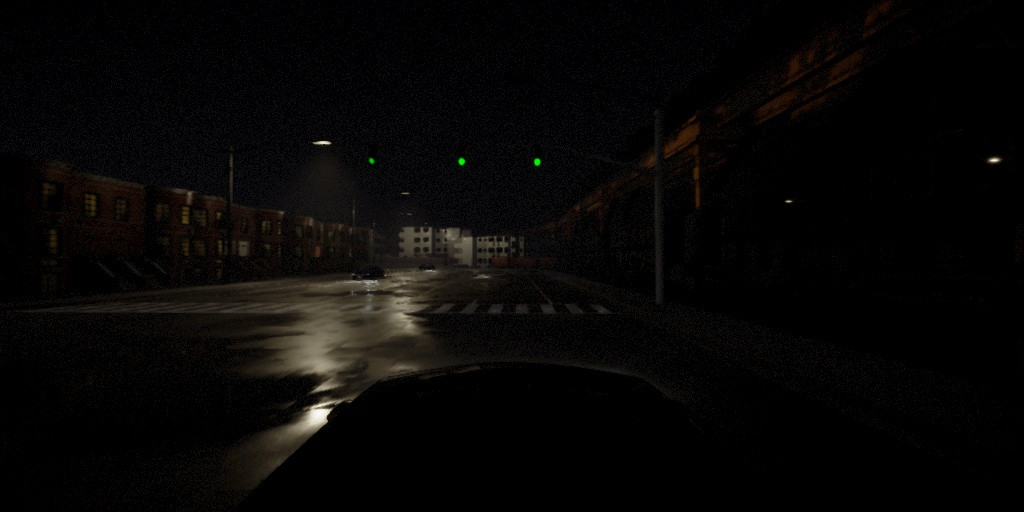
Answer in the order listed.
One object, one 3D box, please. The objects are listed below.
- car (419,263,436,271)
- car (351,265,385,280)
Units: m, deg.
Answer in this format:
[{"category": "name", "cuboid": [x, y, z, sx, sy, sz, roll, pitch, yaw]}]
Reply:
[{"category": "car", "cuboid": [-14.774, 1.877, 62.669, 1.994, 1.385, 4.181, 0, 0, -30]}, {"category": "car", "cuboid": [-13.983, 1.642, 35.227, 1.812, 1.442, 4.674, 0, 0, 0]}]
